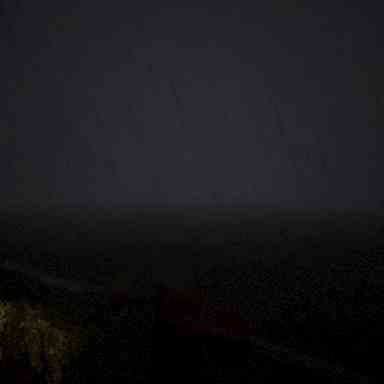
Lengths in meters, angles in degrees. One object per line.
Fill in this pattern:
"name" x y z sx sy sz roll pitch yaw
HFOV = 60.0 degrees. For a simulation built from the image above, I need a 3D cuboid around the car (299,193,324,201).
"car" 27.553 1.303 75.891 4.611 1.667 2.242 1 0 34
